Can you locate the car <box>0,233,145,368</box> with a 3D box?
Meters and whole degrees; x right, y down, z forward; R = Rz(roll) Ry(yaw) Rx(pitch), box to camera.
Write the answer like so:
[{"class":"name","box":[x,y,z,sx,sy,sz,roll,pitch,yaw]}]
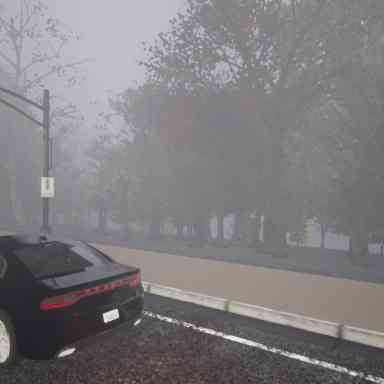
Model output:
[{"class":"car","box":[-3.051,1.477,5.855,5.008,1.535,1.882,0,0,37]}]
